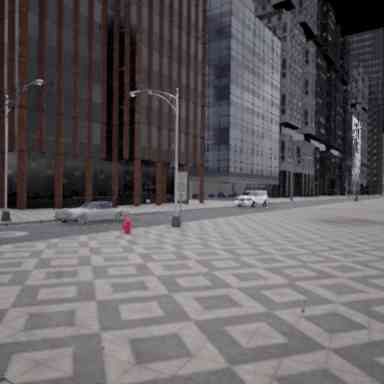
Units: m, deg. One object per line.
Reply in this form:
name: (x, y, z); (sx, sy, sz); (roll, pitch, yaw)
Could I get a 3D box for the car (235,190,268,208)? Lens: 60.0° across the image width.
car: (7.246, 0.837, 39.946); (2.150, 2.045, 5.566); (1, 1, 36)

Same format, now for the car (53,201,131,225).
car: (-6.234, 1.274, 21.107); (1.895, 1.301, 4.718); (1, 1, 36)
